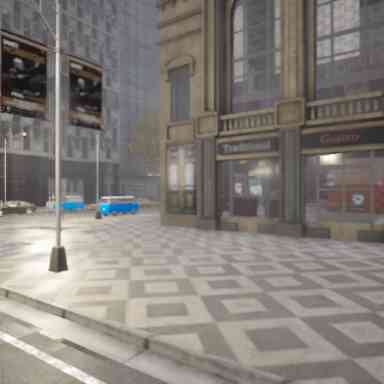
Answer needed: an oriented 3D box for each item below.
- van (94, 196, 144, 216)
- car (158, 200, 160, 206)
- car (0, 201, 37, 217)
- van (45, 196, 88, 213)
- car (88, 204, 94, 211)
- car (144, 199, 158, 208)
[{"bbox_3d":[-6.667,1.298,30.682,1.690,1.788,3.998,0,0,36],"label":"van"},{"bbox_3d":[-3.742,1.491,49.341,2.008,1.369,4.403,0,0,36],"label":"car"},{"bbox_3d":[-16.869,1.534,31.099,2.008,1.369,4.403,0,0,36],"label":"car"},{"bbox_3d":[-13.587,1.313,35.660,1.690,1.788,3.998,0,0,36],"label":"van"},{"bbox_3d":[-10.405,1.487,40.082,1.752,1.417,4.829,0,0,36],"label":"car"},{"bbox_3d":[-7.123,1.476,44.643,1.752,1.417,4.829,0,0,36],"label":"car"}]
